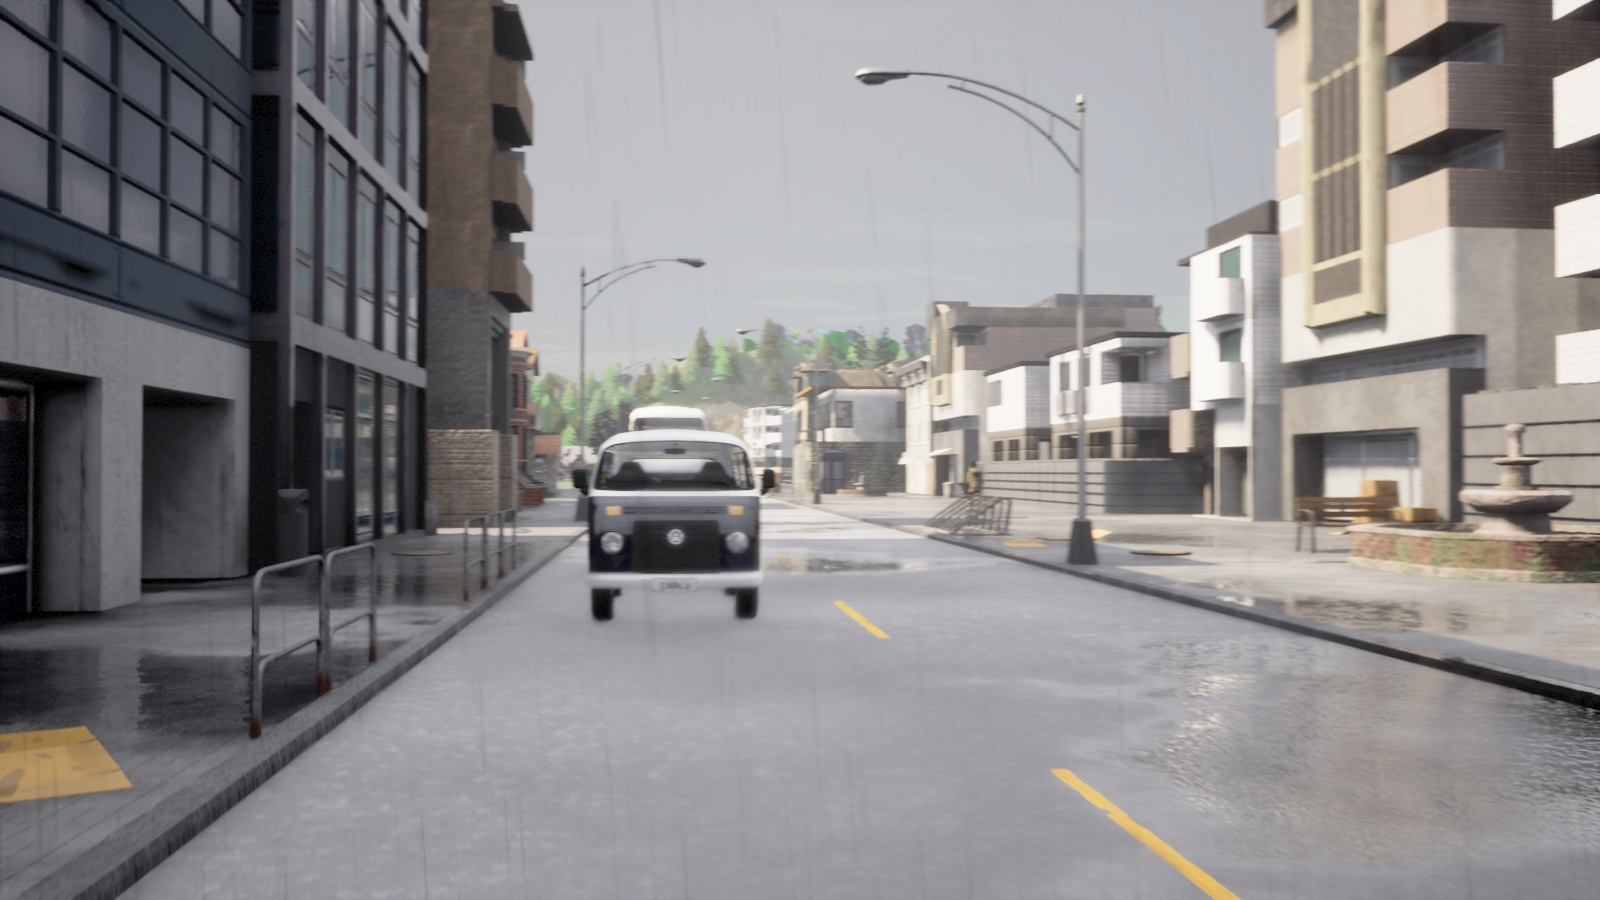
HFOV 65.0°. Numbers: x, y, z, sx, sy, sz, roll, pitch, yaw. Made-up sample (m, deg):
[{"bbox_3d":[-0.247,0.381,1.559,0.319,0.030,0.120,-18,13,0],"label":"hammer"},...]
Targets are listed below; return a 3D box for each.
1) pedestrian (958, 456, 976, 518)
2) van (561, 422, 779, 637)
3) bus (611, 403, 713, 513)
[{"bbox_3d":[5.247,1.151,39.491,0.396,1.930,0.692,0,-1,-7],"label":"pedestrian"},{"bbox_3d":[-1.492,0.789,14.293,2.069,2.038,4.480,0,-1,-6],"label":"van"},{"bbox_3d":[-5.933,0.390,54.084,3.944,4.253,10.273,0,-1,-6],"label":"bus"}]
